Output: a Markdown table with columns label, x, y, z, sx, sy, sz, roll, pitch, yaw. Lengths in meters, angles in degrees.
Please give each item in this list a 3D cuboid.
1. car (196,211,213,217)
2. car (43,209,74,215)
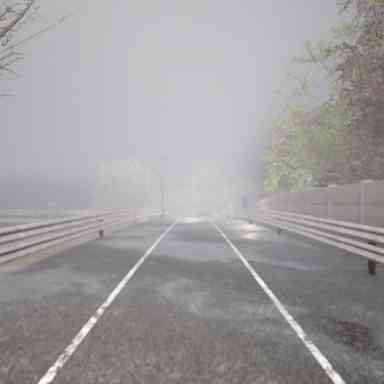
| label | x | y | z | sx | sy | sz | roll | pitch | yaw |
| --- | --- | --- | --- | --- | --- | --- | --- | --- | --- |
| car | 3.064 | 5.190 | 79.585 | 2.033 | 1.411 | 5.357 | -3 | -5 | 34 |
| car | -21.331 | 3.413 | 53.381 | 4.674 | 1.442 | 1.812 | 3 | -5 | -39 |
